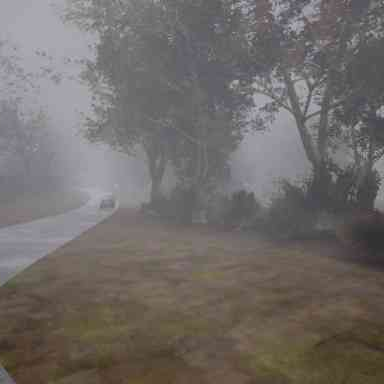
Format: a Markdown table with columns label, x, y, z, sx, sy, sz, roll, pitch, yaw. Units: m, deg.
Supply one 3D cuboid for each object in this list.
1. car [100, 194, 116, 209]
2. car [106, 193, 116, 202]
| label | x | y | z | sx | sy | sz | roll | pitch | yaw |
| --- | --- | --- | --- | --- | --- | --- | --- | --- | --- |
| car | -12.126 | 1.543 | 47.864 | 2.128 | 1.511 | 4.902 | -1 | 1 | -10 |
| car | -15.830 | 1.061 | 64.696 | 1.837 | 1.490 | 4.892 | -1 | 3 | -15 |
